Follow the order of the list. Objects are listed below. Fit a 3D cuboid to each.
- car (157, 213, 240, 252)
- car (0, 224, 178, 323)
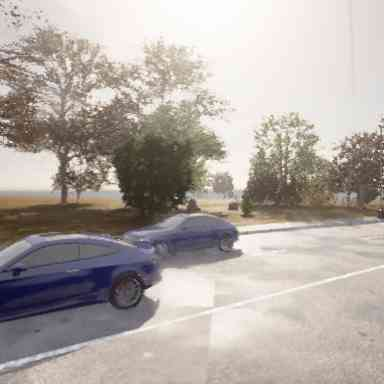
[{"bbox_3d":[-0.272,1.530,12.336,4.674,1.442,1.812,0,0,-35],"label":"car"},{"bbox_3d":[-2.775,1.526,6.291,4.674,1.442,1.812,0,0,-35],"label":"car"}]
